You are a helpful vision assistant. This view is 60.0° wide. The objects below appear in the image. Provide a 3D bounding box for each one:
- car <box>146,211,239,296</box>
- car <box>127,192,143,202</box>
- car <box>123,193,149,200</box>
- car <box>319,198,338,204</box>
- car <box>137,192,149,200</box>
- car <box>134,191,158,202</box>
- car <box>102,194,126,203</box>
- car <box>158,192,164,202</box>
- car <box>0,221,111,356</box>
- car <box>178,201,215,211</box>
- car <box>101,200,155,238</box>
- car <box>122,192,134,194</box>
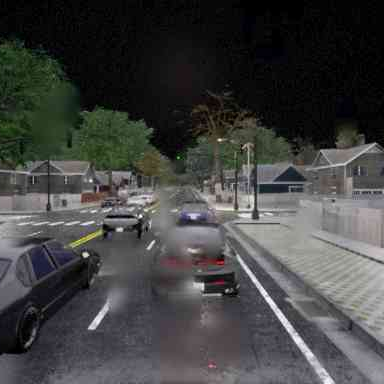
[{"bbox_3d":[0.061,1.488,8.581,1.837,1.490,4.892,0,1,0],"label":"car"},{"bbox_3d":[-10.155,0.838,59.472,2.097,1.767,4.553,0,1,0],"label":"car"},{"bbox_3d":[-6.815,1.251,41.004,1.812,1.442,4.674,0,1,0],"label":"car"},{"bbox_3d":[12.423,1.265,30.823,4.674,1.442,1.812,0,1,-3],"label":"car"},{"bbox_3d":[-10.137,0.824,69.144,1.994,1.385,4.181,0,1,0],"label":"car"},{"bbox_3d":[-6.870,0.848,50.682,2.150,2.045,5.566,0,1,0],"label":"car"},{"bbox_3d":[-10.079,1.279,42.083,1.994,1.385,4.181,0,1,0],"label":"car"},{"bbox_3d":[-6.907,0.817,60.570,2.097,1.767,4.553,0,1,0],"label":"car"},{"bbox_3d":[-3.173,1.538,5.979,2.033,1.411,5.357,0,0,0],"label":"car"},{"bbox_3d":[0.241,1.269,18.970,2.097,1.767,4.553,0,1,4],"label":"car"},{"bbox_3d":[-3.297,1.428,17.162,2.128,1.511,4.902,0,1,-2],"label":"car"},{"bbox_3d":[-10.120,0.977,50.770,2.097,1.767,4.553,0,1,0],"label":"car"}]
